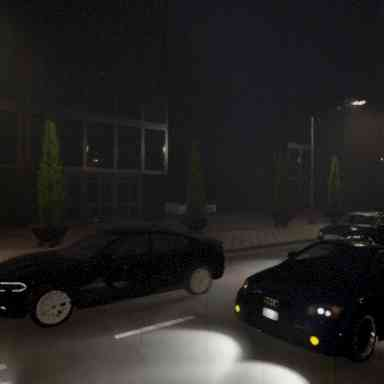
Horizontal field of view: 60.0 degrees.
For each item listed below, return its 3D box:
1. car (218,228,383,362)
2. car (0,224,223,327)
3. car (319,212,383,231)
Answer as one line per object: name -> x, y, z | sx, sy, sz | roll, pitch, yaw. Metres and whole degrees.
car -> 2.773, 1.595, 5.964 | 4.181, 1.385, 1.994 | 0, 0, -35
car -> -1.518, 1.495, 7.211 | 5.008, 1.535, 1.882 | 1, 0, -36
car -> 6.966, 1.565, 13.269 | 4.902, 1.511, 2.128 | 0, 0, -36
